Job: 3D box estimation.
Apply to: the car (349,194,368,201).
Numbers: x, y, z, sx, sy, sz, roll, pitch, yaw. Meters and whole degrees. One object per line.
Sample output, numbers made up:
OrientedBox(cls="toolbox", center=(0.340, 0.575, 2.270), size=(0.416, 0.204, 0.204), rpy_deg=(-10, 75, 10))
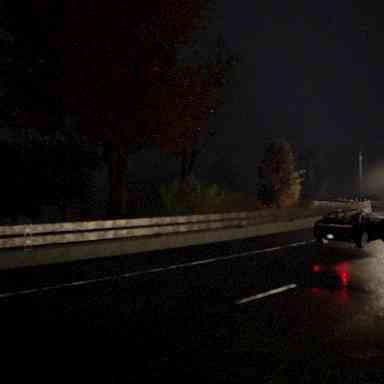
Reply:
OrientedBox(cls="car", center=(39.772, 1.327, 80.461), size=(2.097, 1.767, 4.553), rpy_deg=(0, 0, 4))

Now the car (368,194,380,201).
OrientedBox(cls="car", center=(43.250, 1.318, 80.067), size=(2.097, 1.767, 4.553), rpy_deg=(0, 0, 4))

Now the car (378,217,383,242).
OrientedBox(cls="car", center=(8.150, 1.368, 10.853), size=(4.553, 1.767, 2.097), rpy_deg=(0, 0, -41))

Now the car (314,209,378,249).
OrientedBox(cls="car", center=(7.183, 1.521, 14.710), size=(4.902, 1.511, 2.128), rpy_deg=(0, 0, -43))
